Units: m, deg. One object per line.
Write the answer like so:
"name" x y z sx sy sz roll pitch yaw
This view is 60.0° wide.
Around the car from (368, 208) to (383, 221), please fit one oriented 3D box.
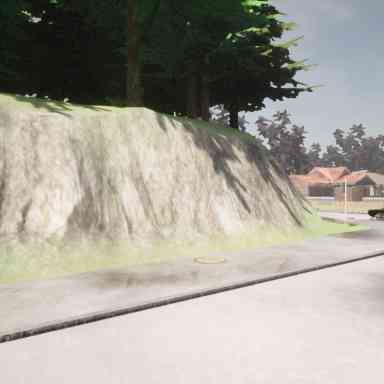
"car" 15.879 1.601 24.769 1.895 1.301 4.718 0 0 -31
